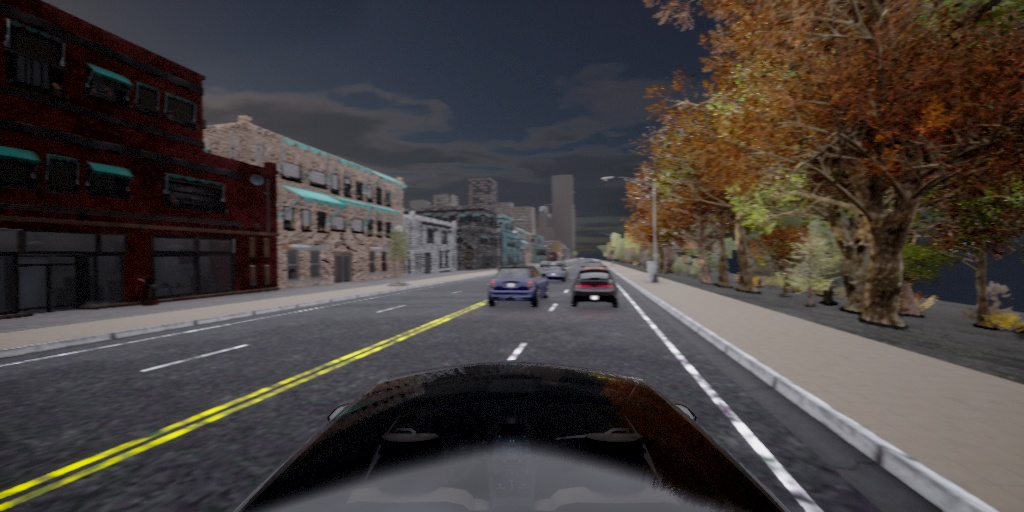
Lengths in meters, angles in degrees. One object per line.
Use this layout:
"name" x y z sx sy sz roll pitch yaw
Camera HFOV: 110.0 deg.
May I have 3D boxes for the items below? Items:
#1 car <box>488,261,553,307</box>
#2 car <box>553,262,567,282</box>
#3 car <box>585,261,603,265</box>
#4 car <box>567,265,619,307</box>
"car" 0.439 1.205 16.423 2.097 1.767 4.553 -1 -1 13
"car" 3.835 1.489 31.309 1.994 1.385 4.181 -1 0 13
"car" 6.940 1.230 30.333 2.097 1.767 4.553 -1 -1 13
"car" 3.665 1.320 15.937 1.837 1.490 4.892 -1 0 13
